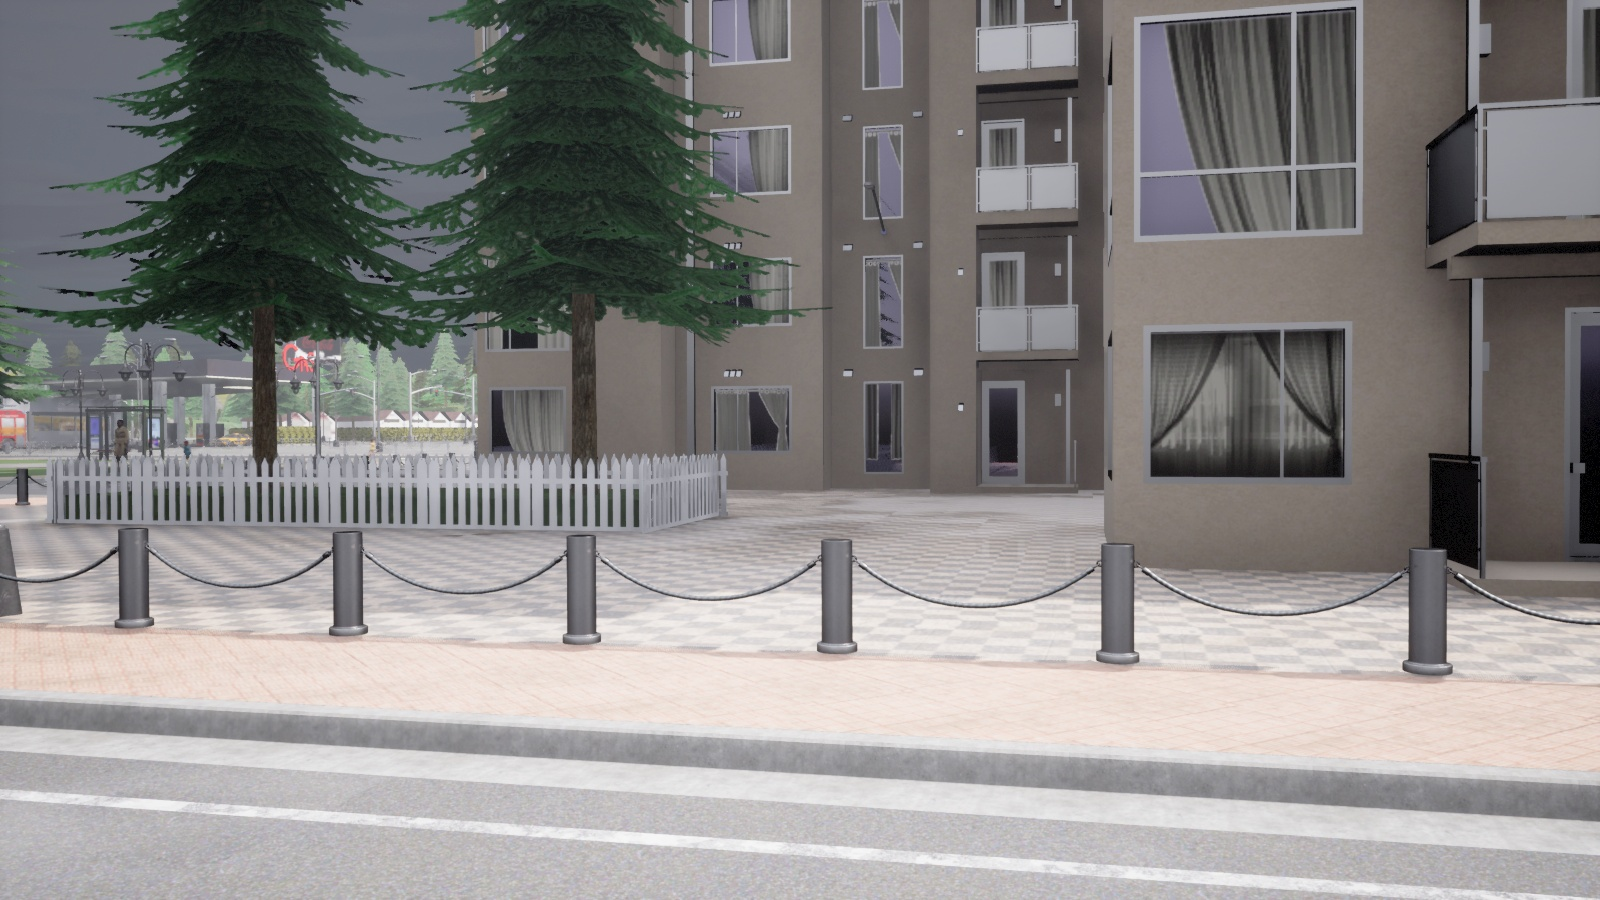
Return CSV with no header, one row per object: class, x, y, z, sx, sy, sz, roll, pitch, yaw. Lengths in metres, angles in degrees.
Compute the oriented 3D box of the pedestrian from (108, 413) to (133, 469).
pedestrian,-23.353,-0.307,43.169,0.396,1.930,0.692,0,1,11
